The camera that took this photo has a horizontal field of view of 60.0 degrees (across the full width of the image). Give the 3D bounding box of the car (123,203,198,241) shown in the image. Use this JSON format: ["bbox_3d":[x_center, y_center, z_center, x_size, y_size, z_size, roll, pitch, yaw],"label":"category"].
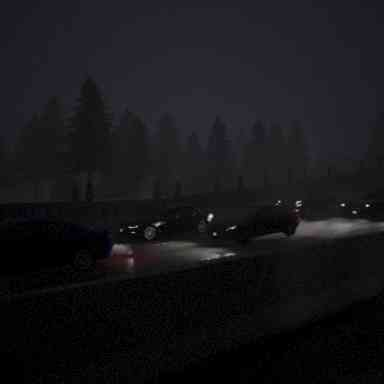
[{"bbox_3d":[-1.149,1.348,16.035,4.892,1.490,1.837,-3,2,-35],"label":"car"}]

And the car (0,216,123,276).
[{"bbox_3d":[-4.723,1.465,9.190,5.008,1.535,1.882,-1,0,-35],"label":"car"}]

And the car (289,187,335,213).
[{"bbox_3d":[7.698,0.561,22.295,4.553,1.767,2.097,-6,3,-35],"label":"car"}]

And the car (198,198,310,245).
[{"bbox_3d":[2.797,1.273,14.534,4.674,1.442,1.812,-3,2,-35],"label":"car"}]

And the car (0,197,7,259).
[{"bbox_3d":[-9.101,1.240,10.384,5.566,2.045,2.150,-1,0,-35],"label":"car"}]

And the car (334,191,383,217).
[{"bbox_3d":[11.176,0.658,20.447,4.718,1.301,1.895,-6,4,-34],"label":"car"}]
